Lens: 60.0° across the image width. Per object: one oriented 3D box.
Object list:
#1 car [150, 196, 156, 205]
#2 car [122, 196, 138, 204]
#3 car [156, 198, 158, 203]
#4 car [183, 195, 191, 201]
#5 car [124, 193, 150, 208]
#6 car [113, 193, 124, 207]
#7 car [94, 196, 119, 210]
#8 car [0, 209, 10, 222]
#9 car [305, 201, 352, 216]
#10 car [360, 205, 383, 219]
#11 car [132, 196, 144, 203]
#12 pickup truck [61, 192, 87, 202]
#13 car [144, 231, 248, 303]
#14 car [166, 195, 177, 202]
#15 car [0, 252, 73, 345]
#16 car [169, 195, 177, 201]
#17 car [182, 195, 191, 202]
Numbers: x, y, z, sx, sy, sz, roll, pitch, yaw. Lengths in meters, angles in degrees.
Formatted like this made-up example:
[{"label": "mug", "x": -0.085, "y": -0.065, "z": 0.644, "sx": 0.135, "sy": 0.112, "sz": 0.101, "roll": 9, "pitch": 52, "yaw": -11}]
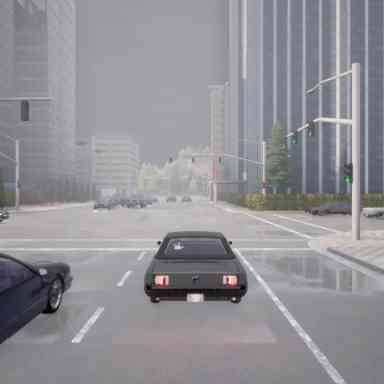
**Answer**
[{"label": "car", "x": -8.039, "y": 1.352, "z": 57.918, "sx": 2.097, "sy": 1.767, "sz": 4.553, "roll": 0, "pitch": 0, "yaw": -1}, {"label": "car", "x": -11.586, "y": 1.492, "z": 62.876, "sx": 2.128, "sy": 1.511, "sz": 4.902, "roll": 0, "pitch": 0, "yaw": 0}, {"label": "car", "x": -8.113, "y": 1.564, "z": 67.965, "sx": 1.994, "sy": 1.385, "sz": 4.181, "roll": 0, "pitch": 0, "yaw": 0}, {"label": "car", "x": -1.367, "y": 1.540, "z": 84.774, "sx": 2.033, "sy": 1.411, "sz": 5.357, "roll": 0, "pitch": 0, "yaw": -1}, {"label": "car", "x": -7.911, "y": 1.221, "z": 48.169, "sx": 2.150, "sy": 2.045, "sz": 5.566, "roll": 0, "pitch": 0, "yaw": -1}, {"label": "car", "x": -11.467, "y": 1.221, "z": 52.655, "sx": 2.150, "sy": 2.045, "sz": 5.566, "roll": 0, "pitch": 0, "yaw": -1}, {"label": "car", "x": -11.332, "y": 1.564, "z": 43.322, "sx": 1.994, "sy": 1.385, "sz": 4.181, "roll": 0, "pitch": 0, "yaw": -1}, {"label": "car", "x": -15.817, "y": 1.507, "z": 24.063, "sx": 4.892, "sy": 1.490, "sz": 1.837, "roll": -1, "pitch": 0, "yaw": -1}, {"label": "car", "x": 13.590, "y": 1.547, "z": 31.559, "sx": 5.357, "sy": 1.411, "sz": 2.033, "roll": 0, "pitch": 0, "yaw": -3}, {"label": "car", "x": 16.945, "y": 1.601, "z": 28.051, "sx": 4.718, "sy": 1.301, "sz": 1.895, "roll": 0, "pitch": 0, "yaw": 0}, {"label": "car", "x": -11.682, "y": 1.546, "z": 72.583, "sx": 1.994, "sy": 1.385, "sz": 4.181, "roll": 0, "pitch": 0, "yaw": -1}, {"label": "pickup truck", "x": -24.753, "y": 1.059, "z": 69.215, "sx": 2.390, "sy": 2.098, "sz": 6.274, "roll": 0, "pitch": 0, "yaw": 30}, {"label": "car", "x": 0.069, "y": 1.601, "z": 8.153, "sx": 1.895, "sy": 1.301, "sz": 4.718, "roll": 0, "pitch": 0, "yaw": 0}, {"label": "car", "x": -4.702, "y": 1.500, "z": 74.538, "sx": 1.837, "sy": 1.490, "sz": 4.892, "roll": 0, "pitch": 0, "yaw": -1}, {"label": "car", "x": -3.435, "y": 1.547, "z": 4.558, "sx": 2.033, "sy": 1.411, "sz": 5.357, "roll": 0, "pitch": 0, "yaw": 0}, {"label": "car", "x": -4.867, "y": 1.524, "z": 84.706, "sx": 1.812, "sy": 1.442, "sz": 4.674, "roll": 0, "pitch": 0, "yaw": -1}, {"label": "car", "x": -1.212, "y": 1.553, "z": 74.999, "sx": 1.994, "sy": 1.385, "sz": 4.181, "roll": 0, "pitch": 0, "yaw": -1}]
